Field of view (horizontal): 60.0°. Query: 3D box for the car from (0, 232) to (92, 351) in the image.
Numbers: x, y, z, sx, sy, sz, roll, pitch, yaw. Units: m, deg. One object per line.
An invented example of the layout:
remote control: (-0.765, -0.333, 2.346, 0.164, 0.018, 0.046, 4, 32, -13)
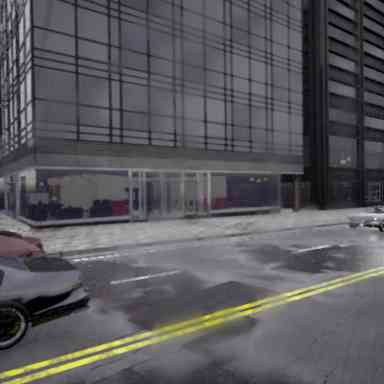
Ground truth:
car: (-4.254, 1.551, 4.638, 5.357, 1.411, 2.033, 0, 0, -35)

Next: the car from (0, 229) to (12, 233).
car: (-5.813, 1.527, 7.516, 4.674, 1.442, 1.812, 0, 0, -35)

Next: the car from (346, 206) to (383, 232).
car: (11.137, 1.503, 19.579, 4.718, 1.301, 1.895, 0, 0, -35)
